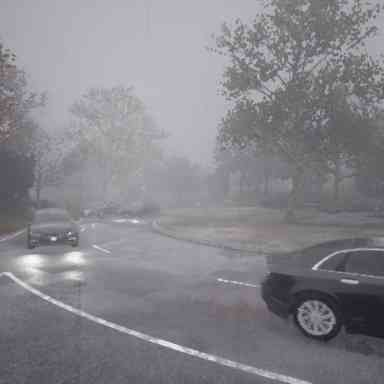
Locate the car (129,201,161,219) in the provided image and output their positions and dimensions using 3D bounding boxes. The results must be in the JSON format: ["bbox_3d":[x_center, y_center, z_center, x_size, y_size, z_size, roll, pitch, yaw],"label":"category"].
[{"bbox_3d":[-4.590,1.547,29.967,2.033,1.411,5.357,0,0,18],"label":"car"}]

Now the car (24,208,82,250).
[{"bbox_3d":[-6.184,1.504,14.675,1.837,1.490,4.892,0,0,-24],"label":"car"}]

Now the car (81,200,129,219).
[{"bbox_3d":[-7.856,1.492,29.125,2.128,1.511,4.902,0,0,15],"label":"car"}]

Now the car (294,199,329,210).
[{"bbox_3d":[15.096,1.536,42.058,4.181,1.385,1.994,1,0,9],"label":"car"}]

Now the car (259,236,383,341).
[{"bbox_3d":[3.514,1.506,5.103,4.892,1.490,1.837,-1,0,30],"label":"car"}]

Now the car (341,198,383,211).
[{"bbox_3d":[20.795,1.539,40.325,4.892,1.490,1.837,1,0,29],"label":"car"}]

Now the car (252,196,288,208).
[{"bbox_3d":[10.574,1.278,45.238,4.553,1.767,2.097,0,0,-3],"label":"car"}]
